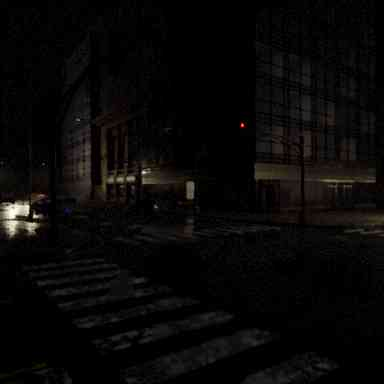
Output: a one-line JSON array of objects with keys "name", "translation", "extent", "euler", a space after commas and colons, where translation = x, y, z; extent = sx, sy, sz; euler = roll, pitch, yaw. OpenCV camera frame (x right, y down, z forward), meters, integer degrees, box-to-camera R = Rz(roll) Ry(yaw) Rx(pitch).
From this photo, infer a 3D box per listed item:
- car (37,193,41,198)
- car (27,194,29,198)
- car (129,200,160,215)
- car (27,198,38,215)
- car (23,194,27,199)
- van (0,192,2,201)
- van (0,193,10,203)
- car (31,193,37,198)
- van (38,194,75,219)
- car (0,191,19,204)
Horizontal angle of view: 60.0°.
[{"name": "car", "translation": [-30.968, 1.240, 70.491], "extent": [1.802, 1.307, 4.206], "euler": [0, 0, -35]}, {"name": "car", "translation": [-37.513, 1.023, 79.697], "extent": [1.967, 1.590, 4.097], "euler": [0, 0, -35]}, {"name": "car", "translation": [-4.783, 1.498, 33.657], "extent": [1.947, 1.339, 4.313], "euler": [0, 0, -35]}, {"name": "car", "translation": [-15.004, 1.535, 33.321], "extent": [1.802, 1.307, 4.206], "euler": [0, 0, -35]}, {"name": "car", "translation": [-40.787, 1.096, 84.302], "extent": [2.008, 1.369, 4.403], "euler": [0, 0, -35]}, {"name": "van", "translation": [-41.186, 1.012, 70.151], "extent": [1.690, 1.788, 3.998], "euler": [0, 0, -35]}, {"name": "van", "translation": [-34.640, 1.088, 60.944], "extent": [1.690, 1.788, 3.998], "euler": [0, 0, -35]}, {"name": "car", "translation": [-34.240, 1.171, 75.094], "extent": [2.008, 1.369, 4.403], "euler": [0, 0, -35]}, {"name": "van", "translation": [-11.731, 1.324, 28.716], "extent": [1.690, 1.788, 3.998], "euler": [0, 0, -35]}, {"name": "car", "translation": [-31.368, 1.099, 56.340], "extent": [2.192, 1.841, 5.009], "euler": [0, 0, -35]}]
